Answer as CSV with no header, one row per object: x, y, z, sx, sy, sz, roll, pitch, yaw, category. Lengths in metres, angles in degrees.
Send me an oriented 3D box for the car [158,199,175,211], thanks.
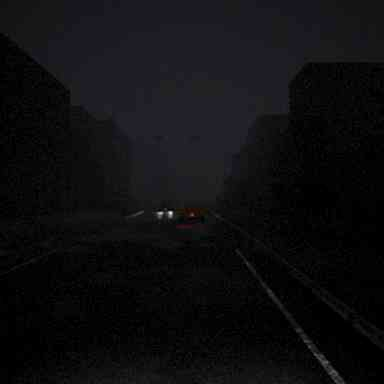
-3.100,1.588,41.314,2.033,1.411,5.357,0,0,0,car

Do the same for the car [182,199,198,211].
-0.252,1.608,42.919,1.994,1.385,4.181,0,0,-1,car

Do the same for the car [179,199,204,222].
-0.033,1.503,26.535,1.882,1.535,5.008,0,0,-1,car
